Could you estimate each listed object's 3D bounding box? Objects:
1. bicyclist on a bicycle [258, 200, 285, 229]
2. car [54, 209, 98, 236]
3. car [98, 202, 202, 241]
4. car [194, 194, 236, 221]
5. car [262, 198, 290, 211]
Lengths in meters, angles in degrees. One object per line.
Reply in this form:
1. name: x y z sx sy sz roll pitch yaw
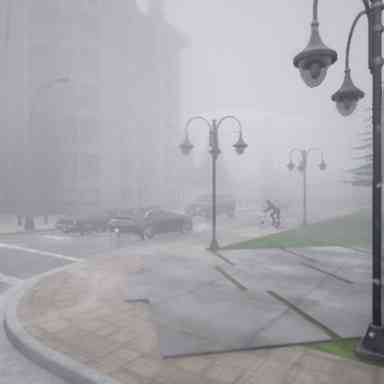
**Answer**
1. bicyclist on a bicycle: 4.474 1.282 18.842 1.656 1.620 0.582 0 0 36
2. car: -5.074 1.579 18.449 1.895 1.301 4.718 0 0 36
3. car: -1.877 1.471 16.589 2.128 1.511 4.902 0 0 36
4. car: 1.627 1.198 27.639 2.150 2.045 5.566 0 0 36
5. car: 9.804 1.467 38.822 2.128 1.511 4.902 0 0 36
